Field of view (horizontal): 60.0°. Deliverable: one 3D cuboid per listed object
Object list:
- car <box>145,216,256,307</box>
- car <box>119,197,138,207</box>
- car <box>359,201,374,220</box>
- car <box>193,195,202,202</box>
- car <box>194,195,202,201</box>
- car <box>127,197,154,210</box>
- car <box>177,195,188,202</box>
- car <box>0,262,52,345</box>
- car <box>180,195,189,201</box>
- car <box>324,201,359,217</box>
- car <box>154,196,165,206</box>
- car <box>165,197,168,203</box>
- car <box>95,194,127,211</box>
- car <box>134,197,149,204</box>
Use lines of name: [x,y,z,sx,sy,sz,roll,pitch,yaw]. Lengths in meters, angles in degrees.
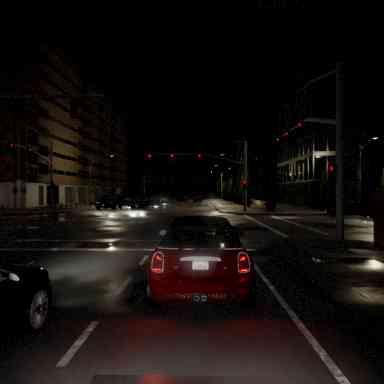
car: [0.223,1.352,8.139,2.097,1.767,4.553,0,0,2]
car: [-9.960,1.564,52.438,1.994,1.385,4.181,0,0,2]
car: [16.702,1.603,26.497,5.357,1.411,2.033,0,0,1]
car: [1.271,1.478,73.859,1.882,1.535,5.008,0,0,2]
car: [1.576,1.477,84.013,1.882,1.535,5.008,0,0,2]
car: [-6.663,1.491,42.760,2.128,1.511,4.902,0,0,1]
car: [-2.228,1.523,73.881,2.128,1.511,4.902,0,0,2]
car: [-3.395,1.492,3.911,2.128,1.511,4.902,0,0,1]
car: [-1.927,1.540,83.967,2.033,1.411,5.357,0,0,2]
car: [14.516,1.547,30.045,4.902,1.511,2.128,0,0,1]
car: [-6.356,1.547,55.846,2.033,1.411,5.357,0,0,2]
car: [-5.977,1.525,66.560,1.812,1.442,4.674,0,0,2]
car: [-10.238,1.222,41.494,2.150,2.045,5.566,0,0,2]
car: [-9.600,1.601,63.437,1.895,1.301,4.718,0,0,2]
